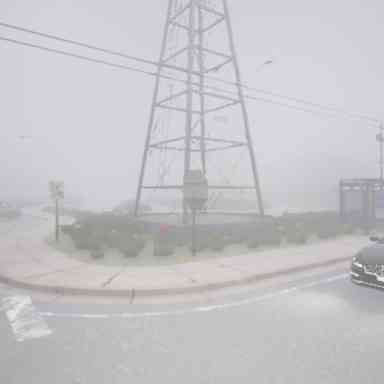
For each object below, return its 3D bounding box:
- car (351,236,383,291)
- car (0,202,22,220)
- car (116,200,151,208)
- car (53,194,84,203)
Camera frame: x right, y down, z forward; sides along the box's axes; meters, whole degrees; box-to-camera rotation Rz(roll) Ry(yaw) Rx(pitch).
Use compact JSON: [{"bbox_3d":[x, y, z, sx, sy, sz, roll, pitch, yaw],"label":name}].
[{"bbox_3d":[5.807,1.502,8.121,4.892,1.490,1.837,0,0,-35],"label":"car"},{"bbox_3d":[-15.828,1.507,26.297,4.193,1.474,1.816,0,0,-36],"label":"car"},{"bbox_3d":[-6.146,1.518,34.852,3.905,1.438,1.784,0,0,-36],"label":"car"},{"bbox_3d":[-19.555,1.309,52.895,4.605,1.855,1.932,0,0,-36],"label":"car"}]
